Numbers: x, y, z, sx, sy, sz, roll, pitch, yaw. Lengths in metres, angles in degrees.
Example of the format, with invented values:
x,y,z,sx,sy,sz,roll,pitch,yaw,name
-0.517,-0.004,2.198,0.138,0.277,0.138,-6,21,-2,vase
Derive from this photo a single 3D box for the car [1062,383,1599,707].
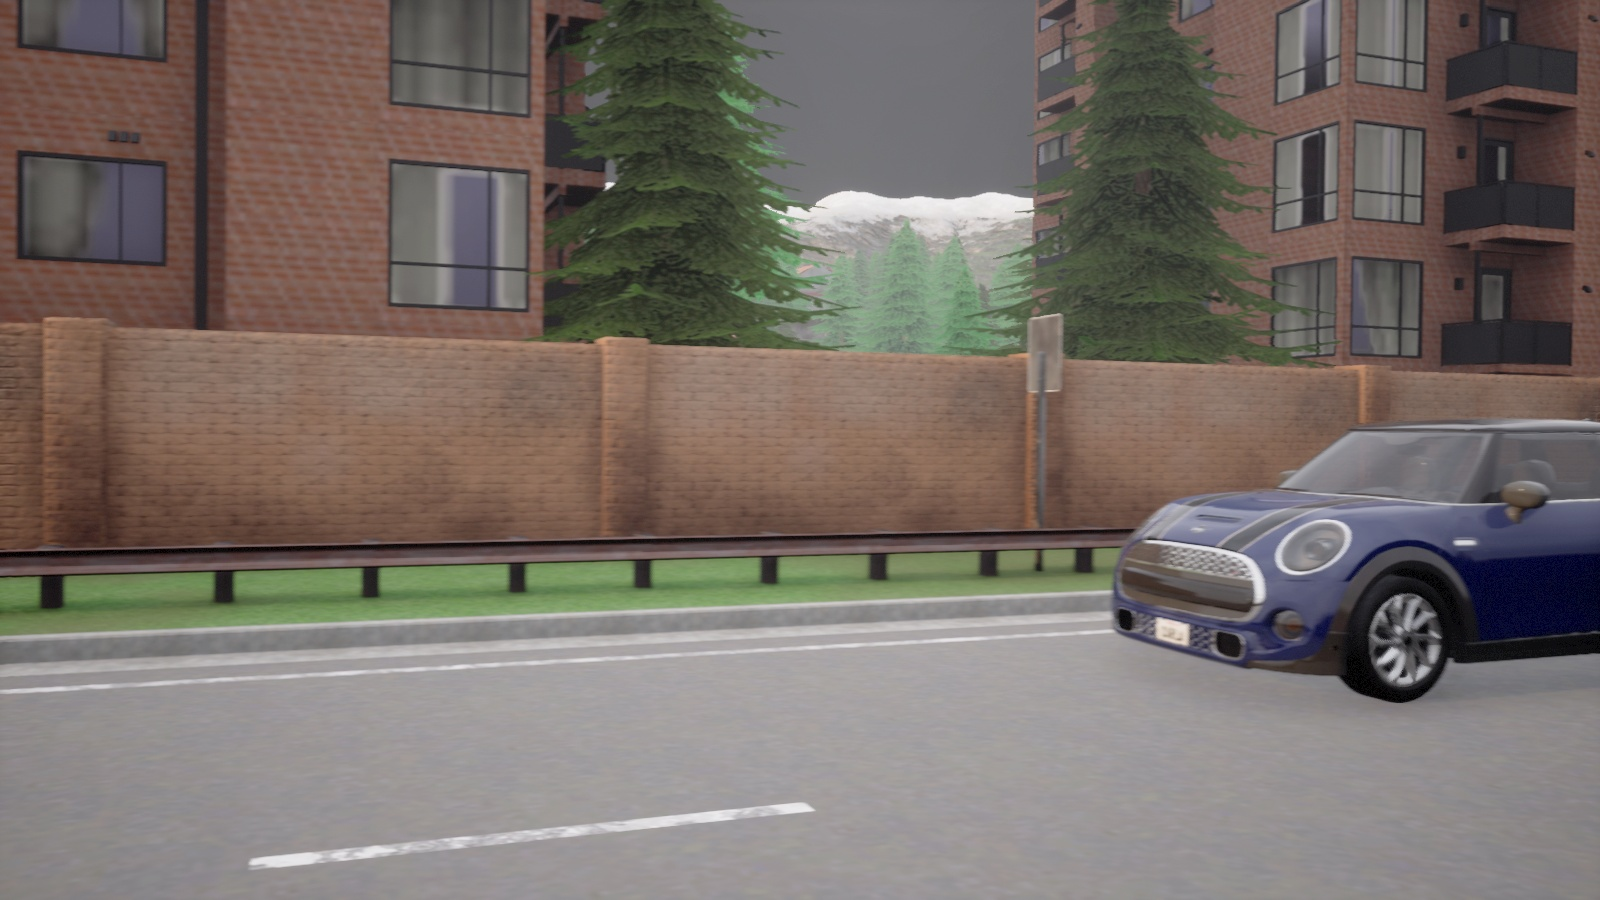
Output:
x,y,z,sx,sy,sz,roll,pitch,yaw,name
4.346,0.471,8.631,4.553,1.767,2.097,-1,1,-21,car
